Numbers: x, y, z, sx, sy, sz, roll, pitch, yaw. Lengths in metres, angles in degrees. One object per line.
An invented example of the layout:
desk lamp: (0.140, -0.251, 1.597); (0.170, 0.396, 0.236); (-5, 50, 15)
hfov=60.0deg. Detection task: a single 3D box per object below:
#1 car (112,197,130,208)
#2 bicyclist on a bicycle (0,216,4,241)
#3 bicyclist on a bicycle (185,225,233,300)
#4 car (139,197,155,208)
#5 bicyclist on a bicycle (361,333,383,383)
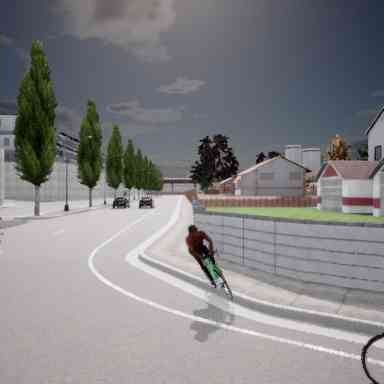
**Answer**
car: (-9.963, 1.505, 47.033); (1.837, 1.490, 4.892); (0, 0, -1)
bicyclist on a bicycle: (-9.235, 1.455, 15.349); (1.656, 1.620, 0.582); (-2, -1, 26)
bicyclist on a bicycle: (0.299, 1.424, 7.020); (0.582, 1.620, 1.656); (-27, 6, -13)
car: (-6.467, 1.505, 47.538); (1.837, 1.490, 4.892); (0, 0, -2)
bicyclist on a bicycle: (2.730, 1.455, 3.538); (1.656, 1.620, 0.582); (2, 1, 18)
